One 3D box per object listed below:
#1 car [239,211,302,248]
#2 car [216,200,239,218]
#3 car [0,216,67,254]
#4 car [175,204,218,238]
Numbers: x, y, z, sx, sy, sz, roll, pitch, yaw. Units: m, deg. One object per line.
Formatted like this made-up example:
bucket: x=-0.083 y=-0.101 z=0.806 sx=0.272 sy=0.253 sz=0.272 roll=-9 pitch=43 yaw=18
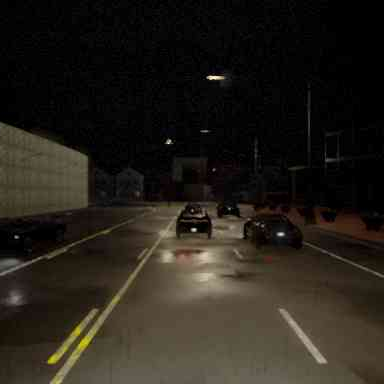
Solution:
car: x=3.599 y=1.703 z=15.470 sx=1.994 sy=1.385 sz=4.181 roll=0 pitch=-1 yaw=0
car: x=3.599 y=1.657 z=34.221 sx=2.097 sy=1.767 sz=4.553 roll=0 pitch=-1 yaw=0
car: x=-7.100 y=1.729 z=14.216 sx=1.895 sy=1.301 sz=4.718 roll=0 pitch=-1 yaw=0
car: x=0.100 y=1.659 z=18.732 sx=2.128 sy=1.511 sz=4.902 roll=0 pitch=-1 yaw=0
